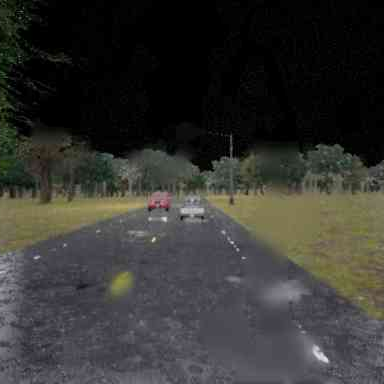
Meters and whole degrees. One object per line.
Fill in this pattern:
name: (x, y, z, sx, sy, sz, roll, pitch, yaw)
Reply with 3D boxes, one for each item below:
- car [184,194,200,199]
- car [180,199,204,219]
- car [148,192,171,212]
car: (0.047, 1.089, 44.482, 2.097, 1.767, 4.553, 0, 1, 0)
car: (0.022, 1.497, 27.638, 1.895, 1.301, 4.718, 0, 0, 0)
car: (-3.541, 1.038, 36.909, 2.150, 2.045, 5.566, 0, 0, 0)
